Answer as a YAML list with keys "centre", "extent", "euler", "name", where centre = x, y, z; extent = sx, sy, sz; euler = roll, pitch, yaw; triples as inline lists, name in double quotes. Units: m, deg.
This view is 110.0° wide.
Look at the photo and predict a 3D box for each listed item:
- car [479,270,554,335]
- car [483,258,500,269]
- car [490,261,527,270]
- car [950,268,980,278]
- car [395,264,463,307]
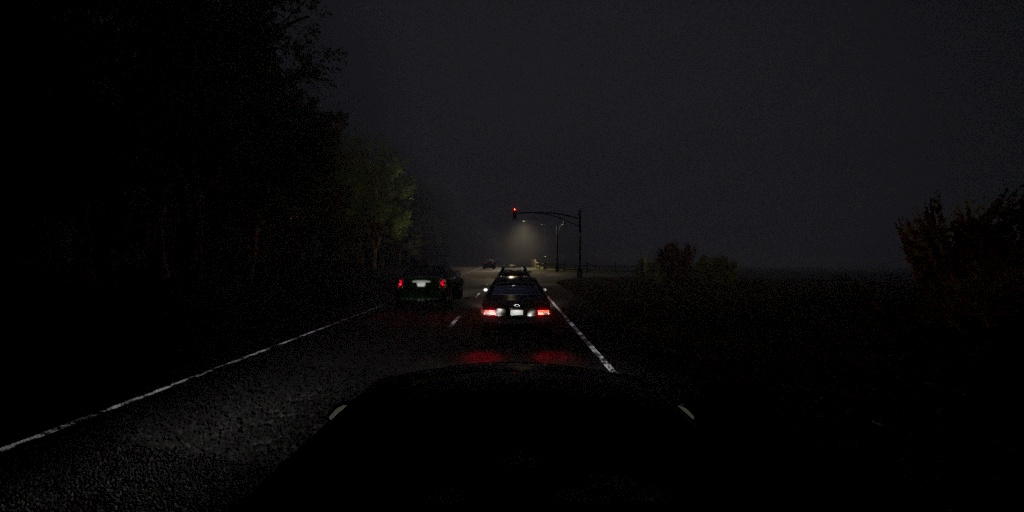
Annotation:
- centre: [0.101, 1.300, 10.463]
  extent: [2.033, 1.411, 5.357]
  euler: [0, 0, 0]
  name: "car"
- centre: [-3.409, 1.247, 55.733]
  extent: [2.128, 1.511, 4.902]
  euler: [0, 0, 0]
  name: "car"
- centre: [0.102, 1.246, 20.212]
  extent: [2.128, 1.511, 4.902]
  euler: [0, 0, 0]
  name: "car"
- centre: [50.201, 1.897, 38.858]
  extent: [4.718, 1.301, 1.895]
  euler: [1, -1, 0]
  name: "car"
- centre: [-3.401, 1.105, 15.557]
  extent: [2.097, 1.767, 4.553]
  euler: [0, 0, 0]
  name: "car"
